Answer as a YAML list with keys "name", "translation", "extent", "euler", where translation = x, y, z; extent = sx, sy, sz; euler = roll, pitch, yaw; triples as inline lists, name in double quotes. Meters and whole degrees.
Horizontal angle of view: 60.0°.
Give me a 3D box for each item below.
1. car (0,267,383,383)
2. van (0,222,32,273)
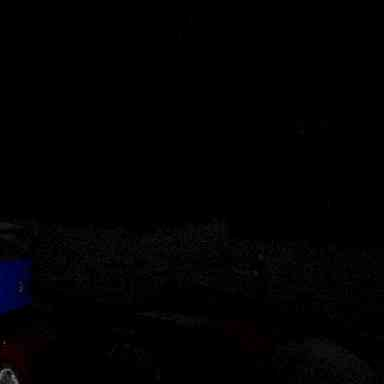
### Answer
- name: "car"
  translation: [-0.169, 1.600, 3.082]
  extent: [4.206, 1.307, 1.802]
  euler: [-1, 0, 36]
- name: "van"
  translation: [-4.731, 1.414, 6.335]
  extent: [3.998, 1.788, 1.690]
  euler: [-1, 0, 36]
